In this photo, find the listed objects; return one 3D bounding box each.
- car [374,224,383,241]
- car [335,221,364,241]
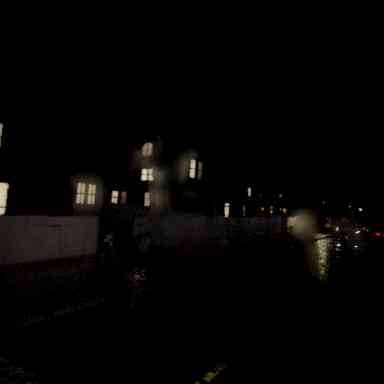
[{"bbox_3d":[18.519,4.014,31.808,2.033,1.411,5.357,3,-3,32],"label":"car"},{"bbox_3d":[14.804,3.540,31.179,2.097,1.767,4.553,3,-2,32],"label":"car"}]
